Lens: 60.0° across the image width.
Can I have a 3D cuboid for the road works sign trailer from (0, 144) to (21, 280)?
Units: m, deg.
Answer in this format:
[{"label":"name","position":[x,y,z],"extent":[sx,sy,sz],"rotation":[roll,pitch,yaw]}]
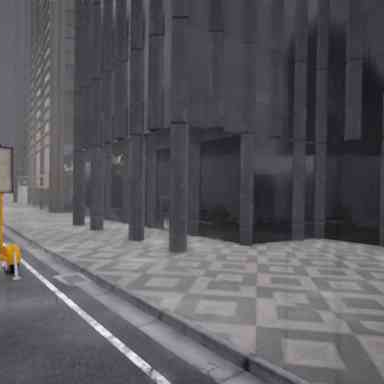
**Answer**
[{"label":"road works sign trailer","position":[-6.142,0.437,8.861],"extent":[2.380,3.560,2.880],"rotation":[0,0,-42]}]
